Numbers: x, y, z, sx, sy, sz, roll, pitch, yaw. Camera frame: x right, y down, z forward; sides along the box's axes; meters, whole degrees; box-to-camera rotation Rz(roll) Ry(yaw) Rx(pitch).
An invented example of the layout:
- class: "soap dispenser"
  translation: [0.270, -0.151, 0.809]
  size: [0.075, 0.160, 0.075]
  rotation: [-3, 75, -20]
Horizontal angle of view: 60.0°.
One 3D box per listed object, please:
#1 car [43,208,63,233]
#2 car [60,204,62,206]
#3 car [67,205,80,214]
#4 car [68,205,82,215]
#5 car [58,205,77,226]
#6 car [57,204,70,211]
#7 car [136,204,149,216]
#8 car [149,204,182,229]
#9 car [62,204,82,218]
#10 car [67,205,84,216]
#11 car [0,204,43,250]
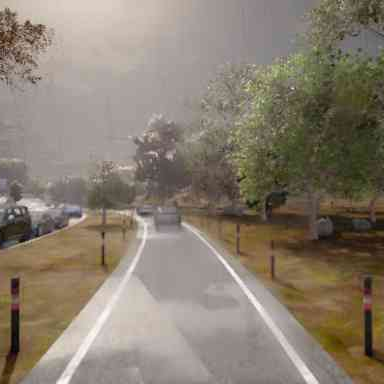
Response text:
- class: "car"
  translation: [-10.339, 2.023, 21.653]
  size: [2.231, 1.521, 4.892]
  rotation: [2, -2, -9]
- class: "car"
  translation: [-25.847, 3.235, 69.421]
  size: [2.097, 1.535, 5.008]
  rotation: [-2, -1, -25]
- class: "car"
  translation: [-21.393, 3.036, 59.876]
  size: [2.002, 1.452, 4.674]
  rotation: [0, -1, -23]
- class: "car"
  translation: [-19.041, 2.844, 54.106]
  size: [2.097, 1.535, 5.008]
  rotation: [0, -2, -21]
- class: "car"
  translation: [-11.273, 2.151, 27.165]
  size: [2.231, 1.521, 4.892]
  rotation: [2, -2, -10]
- class: "car"
  translation: [-28.889, 3.447, 74.755]
  size: [2.002, 1.452, 4.674]
  rotation: [1, -2, -31]
- class: "car"
  translation: [-5.817, 2.238, 41.517]
  size: [1.994, 1.385, 4.181]
  rotation: [-1, -1, -17]
- class: "car"
  translation: [-1.883, 1.819, 24.487]
  size: [2.128, 1.511, 4.902]
  rotation: [0, -1, -8]
- class: "car"
  translation: [-15.128, 2.524, 42.730]
  size: [2.097, 1.535, 5.008]
  rotation: [0, -2, -17]
- class: "car"
  translation: [-17.056, 2.684, 48.755]
  size: [2.231, 1.521, 4.892]
  rotation: [0, -2, -18]
- class: "car"
  translation: [-9.587, 1.644, 16.085]
  size: [2.435, 2.045, 5.566]
  rotation: [2, -2, -7]
